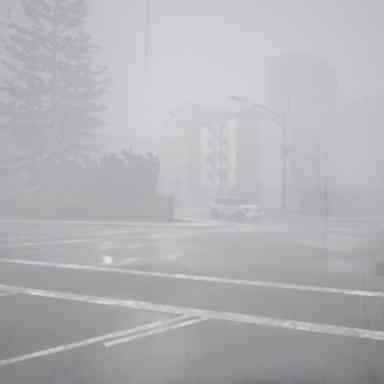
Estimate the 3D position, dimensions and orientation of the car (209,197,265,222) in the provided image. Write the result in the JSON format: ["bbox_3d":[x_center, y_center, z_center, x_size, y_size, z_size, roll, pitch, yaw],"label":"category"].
[{"bbox_3d":[3.807,1.445,29.155,2.150,2.045,5.566,1,0,-35],"label":"car"}]
